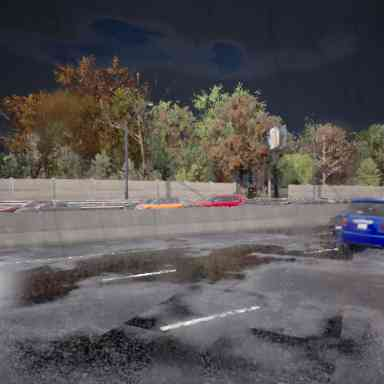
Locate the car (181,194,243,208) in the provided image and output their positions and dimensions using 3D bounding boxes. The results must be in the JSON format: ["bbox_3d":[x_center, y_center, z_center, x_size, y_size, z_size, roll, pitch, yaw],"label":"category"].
[{"bbox_3d":[2.171,1.221,29.397,5.566,2.045,2.150,0,0,-30],"label":"car"}]

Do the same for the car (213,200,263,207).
[{"bbox_3d":[4.174,1.563,26.515,4.181,1.385,1.994,0,0,-30],"label":"car"}]

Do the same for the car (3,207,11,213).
[{"bbox_3d":[-13.344,1.478,28.461,5.008,1.535,1.882,0,0,-30],"label":"car"}]

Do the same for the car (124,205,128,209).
[{"bbox_3d":[-4.445,1.505,33.642,4.892,1.490,1.837,0,0,-30],"label":"car"}]

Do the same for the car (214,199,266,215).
[{"bbox_3d":[5.159,1.548,35.190,5.357,1.411,2.033,0,0,-30],"label":"car"}]

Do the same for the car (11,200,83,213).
[{"bbox_3d":[-11.034,1.492,25.754,4.902,1.511,2.128,0,0,-30],"label":"car"}]

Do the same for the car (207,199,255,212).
[{"bbox_3d":[4.589,1.548,38.910,5.357,1.411,2.033,0,0,-30],"label":"car"}]

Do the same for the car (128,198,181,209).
[{"bbox_3d":[-3.041,1.352,30.411,4.553,1.767,2.097,0,0,-30],"label":"car"}]

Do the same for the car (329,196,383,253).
[{"bbox_3d":[7.894,1.220,12.247,5.566,2.045,2.150,0,0,-30],"label":"car"}]

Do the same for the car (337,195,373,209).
[{"bbox_3d":[22.100,1.358,45.059,4.553,1.767,2.097,0,0,-30],"label":"car"}]

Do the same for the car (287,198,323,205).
[{"bbox_3d":[13.572,1.493,40.091,4.902,1.511,2.128,0,0,-30],"label":"car"}]

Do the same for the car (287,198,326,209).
[{"bbox_3d":[15.596,1.551,45.324,5.357,1.411,2.033,0,0,-30],"label":"car"}]
